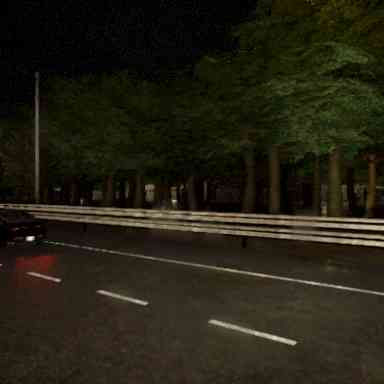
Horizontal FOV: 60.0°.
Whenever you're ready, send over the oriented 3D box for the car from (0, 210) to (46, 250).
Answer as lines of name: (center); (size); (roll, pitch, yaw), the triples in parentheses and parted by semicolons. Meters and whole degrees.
car: (-8.054, 1.506, 13.937); (4.892, 1.490, 1.837); (0, 0, 36)
